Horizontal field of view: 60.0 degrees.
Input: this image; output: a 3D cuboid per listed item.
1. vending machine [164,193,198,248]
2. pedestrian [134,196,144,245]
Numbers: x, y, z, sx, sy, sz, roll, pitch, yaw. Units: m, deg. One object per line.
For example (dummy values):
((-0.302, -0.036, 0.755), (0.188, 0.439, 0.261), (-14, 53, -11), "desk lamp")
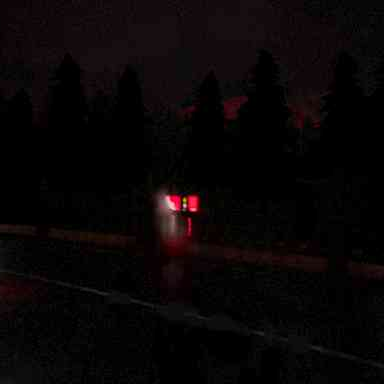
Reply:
((-0.432, 1.116, 13.468), (0.880, 2.100, 1.100), (1, 0, 31), "vending machine")
((-1.999, 1.053, 12.707), (0.375, 1.860, 0.375), (1, 0, 31), "pedestrian")
